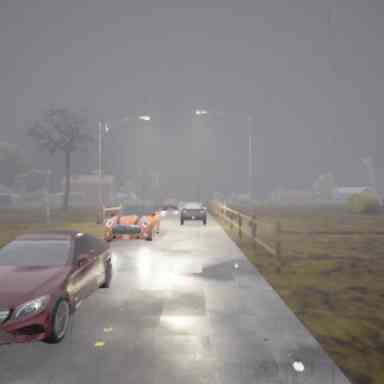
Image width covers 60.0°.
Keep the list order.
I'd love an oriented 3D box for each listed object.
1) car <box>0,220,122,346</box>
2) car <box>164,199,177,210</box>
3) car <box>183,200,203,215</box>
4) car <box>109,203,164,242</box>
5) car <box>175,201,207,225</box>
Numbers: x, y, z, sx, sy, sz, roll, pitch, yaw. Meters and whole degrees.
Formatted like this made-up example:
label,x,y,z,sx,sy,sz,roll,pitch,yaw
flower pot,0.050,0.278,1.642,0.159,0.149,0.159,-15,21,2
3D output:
label,x,y,z,sx,sy,sz,roll,pitch,yaw
car,-2.851,1.532,6.574,1.812,1.442,4.674,0,0,0
car,-2.828,1.628,43.772,1.882,1.535,5.008,0,0,0
car,0.101,1.657,36.713,2.033,1.411,5.357,0,0,0
car,-2.804,1.380,16.468,2.097,1.767,4.553,0,0,0
car,0.098,1.545,24.689,2.128,1.511,4.902,0,0,0
